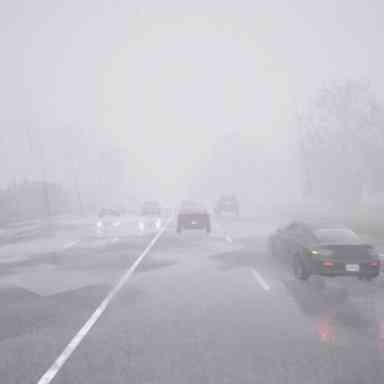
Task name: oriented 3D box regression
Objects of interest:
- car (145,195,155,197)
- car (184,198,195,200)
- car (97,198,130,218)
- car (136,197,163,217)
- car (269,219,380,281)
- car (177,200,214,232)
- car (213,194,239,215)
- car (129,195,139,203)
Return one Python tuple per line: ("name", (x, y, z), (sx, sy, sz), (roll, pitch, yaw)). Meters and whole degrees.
("car", (-9.193, 1.347, 72.425), (2.097, 1.767, 4.553), (0, 0, -17))
("car", (-0.315, 1.485, 38.571), (1.882, 1.535, 5.008), (0, 0, -2))
("car", (-7.230, 1.530, 30.304), (1.812, 1.442, 4.674), (0, 0, -1))
("car", (-3.764, 1.511, 31.245), (1.837, 1.490, 4.892), (0, 0, -1))
("car", (3.599, 1.527, 9.757), (1.812, 1.442, 4.674), (0, 0, 0))
("car", (0.089, 1.481, 20.181), (1.882, 1.535, 5.008), (0, 0, 0))
("car", (3.388, 1.228, 33.854), (2.150, 2.045, 5.566), (0, 0, -2))
("car", (-12.505, 1.470, 71.287), (1.882, 1.535, 5.008), (0, 0, -17))
